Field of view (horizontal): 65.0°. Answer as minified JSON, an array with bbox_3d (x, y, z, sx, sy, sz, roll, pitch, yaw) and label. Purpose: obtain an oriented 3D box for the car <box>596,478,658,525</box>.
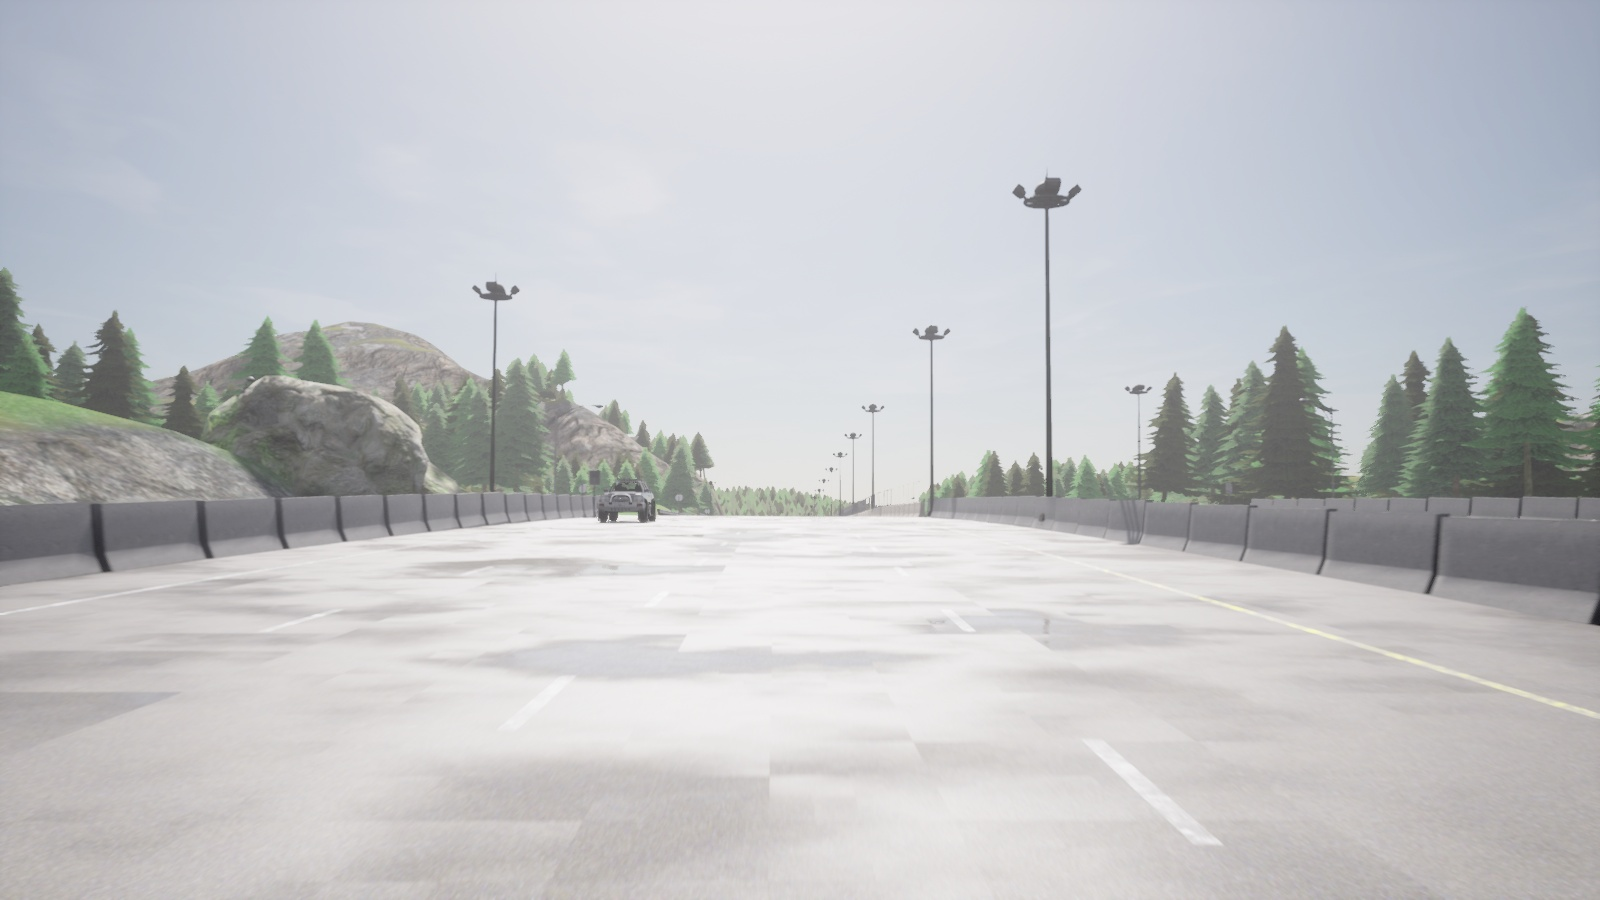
[{"bbox_3d":[-7.125,2.120,52.143,1.932,1.855,4.605,0,-2,0],"label":"car"}]
